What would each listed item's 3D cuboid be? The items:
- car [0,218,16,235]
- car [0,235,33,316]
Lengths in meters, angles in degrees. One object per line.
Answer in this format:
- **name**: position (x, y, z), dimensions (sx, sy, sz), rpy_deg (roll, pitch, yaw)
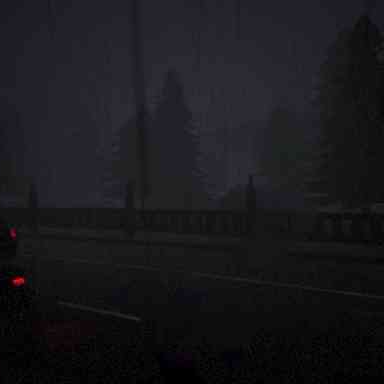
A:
- **car**: position (-8.243, 1.474, 11.377), dimensions (4.553, 1.767, 2.097), rpy_deg (0, 0, 24)
- **car**: position (-5.498, 1.620, 6.338), dimensions (5.357, 1.411, 2.033), rpy_deg (0, 0, 26)
